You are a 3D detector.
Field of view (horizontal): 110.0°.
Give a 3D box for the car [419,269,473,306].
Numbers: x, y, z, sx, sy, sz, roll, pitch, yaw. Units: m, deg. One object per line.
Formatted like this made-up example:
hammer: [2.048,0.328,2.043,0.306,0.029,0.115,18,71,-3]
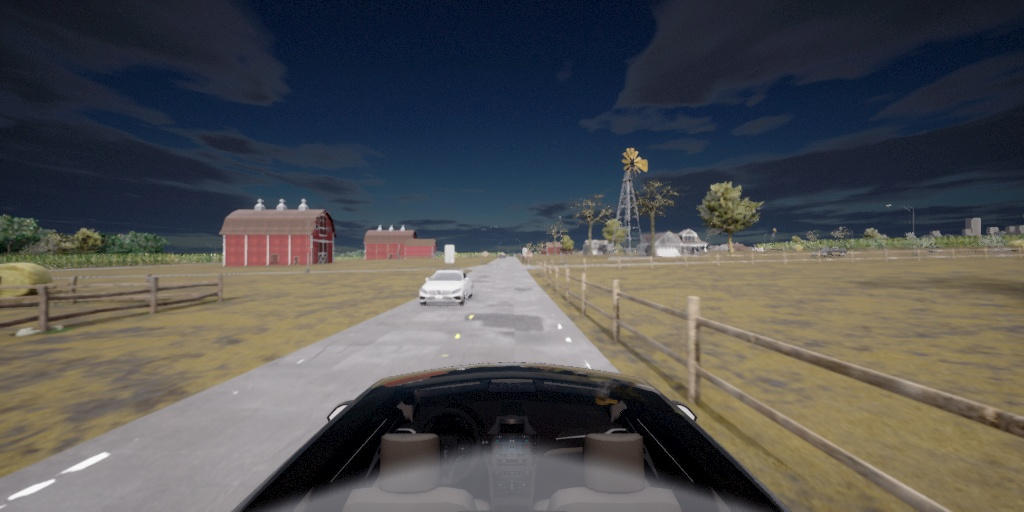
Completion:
car: [-2.852,1.340,16.329,1.812,1.442,4.674,0,0,0]
